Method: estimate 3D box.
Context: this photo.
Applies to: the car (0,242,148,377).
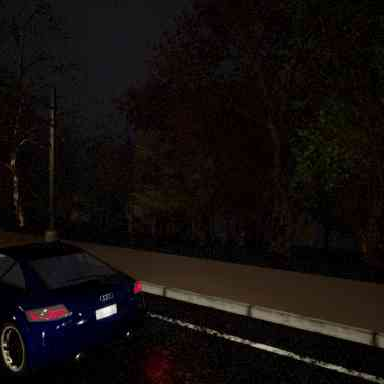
[{"bbox_3d":[-2.747,1.563,5.628,4.181,1.385,1.994,0,0,37],"label":"car"}]
